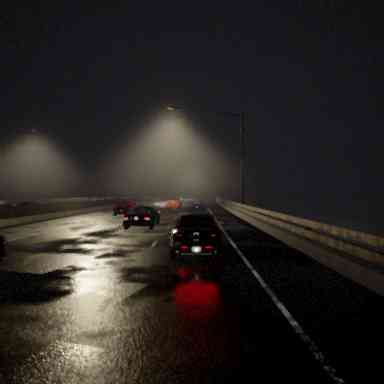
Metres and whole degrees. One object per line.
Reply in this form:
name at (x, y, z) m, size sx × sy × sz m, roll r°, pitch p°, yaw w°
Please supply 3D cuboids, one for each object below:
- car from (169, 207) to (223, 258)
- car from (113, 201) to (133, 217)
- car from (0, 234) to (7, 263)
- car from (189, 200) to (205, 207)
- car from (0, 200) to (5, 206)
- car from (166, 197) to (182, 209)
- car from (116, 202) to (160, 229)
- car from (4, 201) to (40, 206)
car at (0.161, 1.555, 12.945) m, size 1.837 × 1.490 × 4.892 m, roll 0°, pitch 0°, yaw 0°
car at (-6.555, 1.613, 33.590) m, size 1.882 × 1.535 × 5.008 m, roll 0°, pitch 0°, yaw 1°
car at (-6.872, 1.519, 8.757) m, size 2.128 × 1.511 × 4.902 m, roll 0°, pitch 0°, yaw 0°
car at (0.627, 1.740, 41.577) m, size 1.994 × 1.385 × 4.181 m, roll 0°, pitch 0°, yaw 1°
car at (-20.640, 1.628, 34.709) m, size 2.128 × 1.511 × 4.902 m, roll 0°, pitch 0°, yaw 1°
car at (-2.665, 1.567, 49.320) m, size 2.097 × 1.767 × 4.553 m, roll 0°, pitch 0°, yaw 2°
car at (-3.253, 1.633, 22.135) m, size 2.033 × 1.411 × 5.357 m, roll 0°, pitch 0°, yaw 1°
car at (-17.136, 1.703, 34.820) m, size 1.812 × 1.442 × 4.674 m, roll 0°, pitch 0°, yaw 1°
